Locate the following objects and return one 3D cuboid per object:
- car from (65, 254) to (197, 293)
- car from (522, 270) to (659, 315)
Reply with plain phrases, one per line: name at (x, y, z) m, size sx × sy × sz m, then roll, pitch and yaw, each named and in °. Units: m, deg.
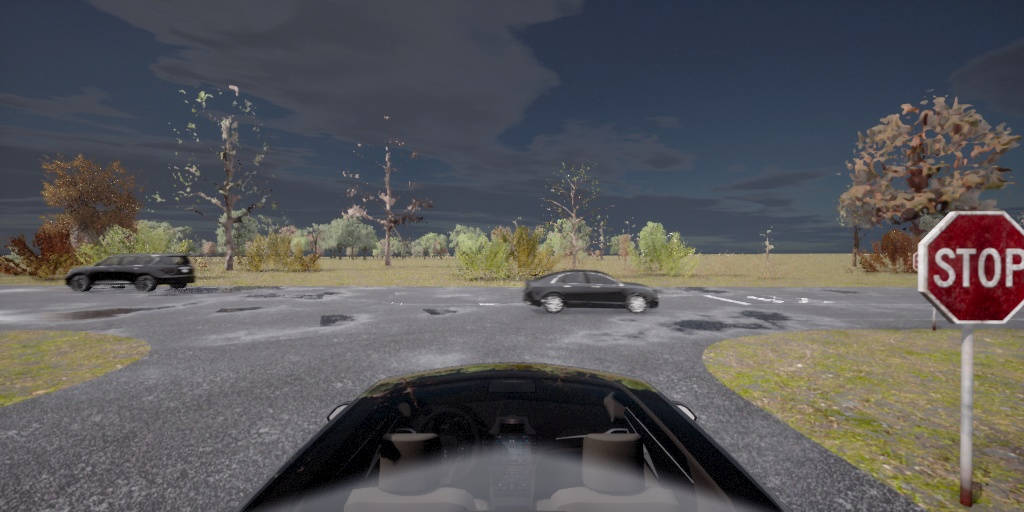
car at (-20.598, 0.893, 19.589) m, size 5.566 × 2.045 × 2.150 m, roll 0°, pitch 0°, yaw -2°
car at (2.805, 1.267, 13.138) m, size 4.892 × 1.490 × 1.837 m, roll 0°, pitch 0°, yaw -1°
